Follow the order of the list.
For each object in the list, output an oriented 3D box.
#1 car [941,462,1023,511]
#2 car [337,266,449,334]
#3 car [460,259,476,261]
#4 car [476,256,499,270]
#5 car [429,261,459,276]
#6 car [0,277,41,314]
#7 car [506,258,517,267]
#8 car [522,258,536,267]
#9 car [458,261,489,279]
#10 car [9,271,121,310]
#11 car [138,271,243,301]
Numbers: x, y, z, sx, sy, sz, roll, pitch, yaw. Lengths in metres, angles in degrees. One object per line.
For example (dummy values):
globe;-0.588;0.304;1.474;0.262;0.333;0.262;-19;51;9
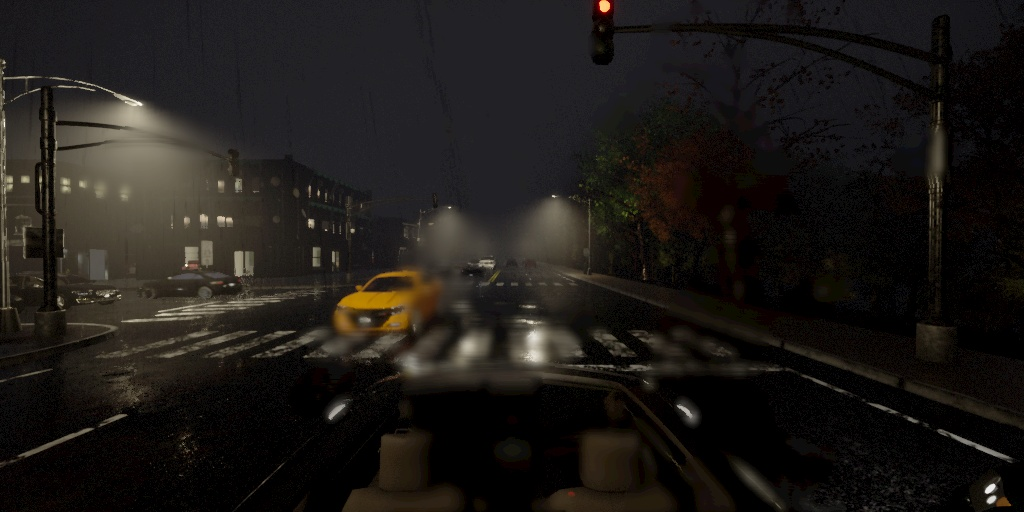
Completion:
car;3.355;1.314;0.186;1.994;1.385;4.181;0;0;0
car;-3.369;1.226;10.787;1.882;1.535;5.008;0;0;0
car;-6.701;1.279;50.963;2.033;1.411;5.357;0;0;0
car;-3.447;0.956;50.837;2.150;2.045;5.566;0;0;0
car;-6.668;1.230;33.568;2.128;1.511;4.902;0;0;0
car;-19.970;1.565;12.502;4.313;1.339;1.948;0;0;0
car;-0.031;1.204;63.774;1.882;1.535;5.008;0;0;0
car;3.221;1.204;63.193;1.882;1.535;5.008;0;0;0
car;-3.416;1.341;32.764;1.895;1.301;4.718;0;0;0
car;-19.619;1.472;15.208;4.892;1.490;1.837;-1;1;0
car;-16.356;1.464;18.354;4.181;1.385;1.994;-1;1;-1
